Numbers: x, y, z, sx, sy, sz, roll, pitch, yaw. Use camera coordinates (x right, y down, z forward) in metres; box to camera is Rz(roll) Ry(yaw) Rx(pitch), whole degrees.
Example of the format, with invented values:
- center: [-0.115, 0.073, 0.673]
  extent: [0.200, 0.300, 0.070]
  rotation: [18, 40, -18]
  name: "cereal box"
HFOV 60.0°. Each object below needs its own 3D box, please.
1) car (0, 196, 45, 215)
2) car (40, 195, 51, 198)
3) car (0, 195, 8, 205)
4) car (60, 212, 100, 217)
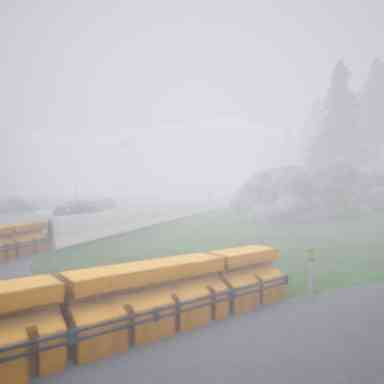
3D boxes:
- center: [-16.582, 1.346, 30.737]
  extent: [2.033, 1.411, 5.357]
  rotation: [1, 0, 15]
  name: "car"
- center: [-22.494, 1.223, 50.759]
  extent: [2.128, 1.511, 4.902]
  rotation: [1, 0, 15]
  name: "car"
- center: [-30.046, 1.163, 49.472]
  extent: [1.812, 1.442, 4.674]
  rotation: [1, 0, 15]
  name: "car"
- center: [-9.817, 1.429, 28.931]
  extent: [2.033, 1.411, 5.357]
  rotation: [1, 0, 14]
  name: "car"
